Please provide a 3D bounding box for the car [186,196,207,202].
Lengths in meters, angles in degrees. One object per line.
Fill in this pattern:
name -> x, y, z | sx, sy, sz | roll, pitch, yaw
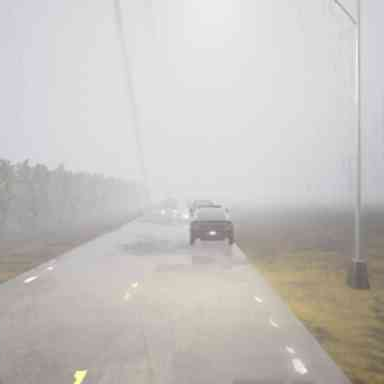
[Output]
car -> 0.818, 1.343, 25.596 | 2.097, 1.767, 4.553 | 0, 0, 0

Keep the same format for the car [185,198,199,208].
car -> -0.011, 1.604, 50.108 | 2.033, 1.411, 5.357 | 0, 0, 0

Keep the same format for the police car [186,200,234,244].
police car -> 0.821, 1.411, 15.734 | 1.930, 1.638, 5.238 | 0, 0, 0

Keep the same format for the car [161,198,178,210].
car -> -2.848, 1.538, 42.712 | 1.837, 1.490, 4.892 | 0, -1, 0

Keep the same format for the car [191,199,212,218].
car -> 0.817, 1.507, 31.625 | 1.837, 1.490, 4.892 | 0, 0, 0

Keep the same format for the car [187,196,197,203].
car -> -0.017, 1.521, 70.694 | 1.994, 1.385, 4.181 | 0, 0, 0
